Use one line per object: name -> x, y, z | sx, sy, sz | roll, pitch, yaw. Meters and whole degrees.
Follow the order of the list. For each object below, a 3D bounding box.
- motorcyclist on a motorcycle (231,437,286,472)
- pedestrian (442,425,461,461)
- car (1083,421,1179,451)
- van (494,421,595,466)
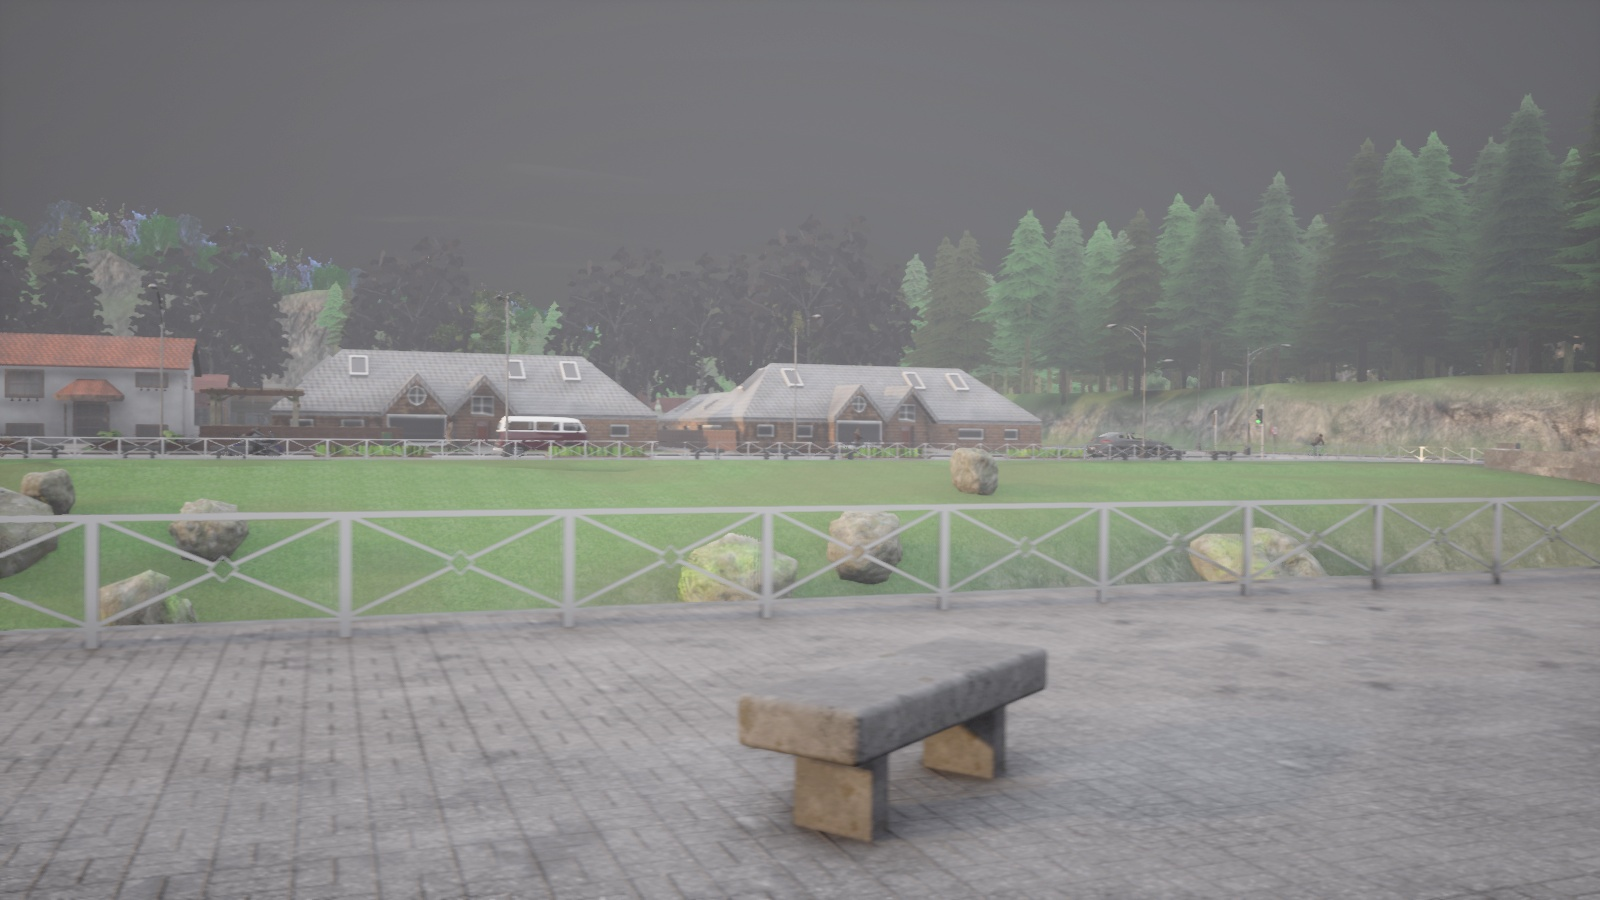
motorcyclist on a motorcycle -> -24.251, 0.180, 56.244 | 2.191, 1.530, 0.866 | -1, 1, -21
pedestrian -> -18.762, -0.389, 67.570 | 0.873, 1.952, 0.659 | -1, 1, -22
car -> 19.179, -0.814, 72.718 | 5.027, 1.651, 2.152 | -1, 1, -21
van -> -12.381, -0.333, 60.744 | 4.480, 2.038, 2.069 | -1, 1, -21
